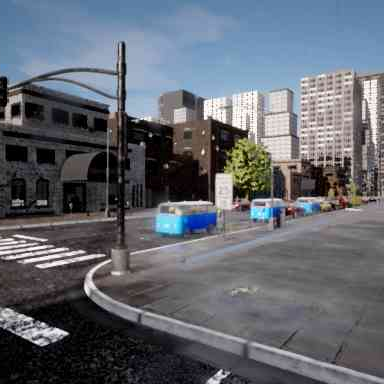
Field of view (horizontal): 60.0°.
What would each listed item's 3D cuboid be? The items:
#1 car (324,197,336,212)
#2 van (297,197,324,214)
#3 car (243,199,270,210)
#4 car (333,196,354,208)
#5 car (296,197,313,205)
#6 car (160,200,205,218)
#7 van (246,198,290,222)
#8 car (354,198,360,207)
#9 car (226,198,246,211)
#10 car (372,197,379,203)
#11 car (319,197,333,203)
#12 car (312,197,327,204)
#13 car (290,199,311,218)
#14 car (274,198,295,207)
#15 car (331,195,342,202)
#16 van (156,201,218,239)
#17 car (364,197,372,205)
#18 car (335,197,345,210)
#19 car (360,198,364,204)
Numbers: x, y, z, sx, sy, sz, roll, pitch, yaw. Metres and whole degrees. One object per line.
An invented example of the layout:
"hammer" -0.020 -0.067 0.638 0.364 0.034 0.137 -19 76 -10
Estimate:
"car" 15.755 1.670 40.433 1.752 1.417 4.829 0 0 35
"van" 12.494 1.468 35.768 1.690 1.788 3.998 0 0 35
"car" 8.800 1.626 45.112 1.887 1.381 4.507 0 0 35
"car" 21.988 1.496 49.345 2.192 1.841 5.009 0 0 35
"car" 21.457 1.703 63.211 1.887 1.381 4.507 0 0 35
"car" -0.790 1.556 31.396 1.752 1.417 4.829 0 0 35
"van" 6.165 1.435 26.718 1.690 1.788 3.998 0 0 35
"car" 25.152 1.515 53.870 2.192 1.841 5.009 0 0 35
"car" 5.637 1.504 40.587 1.967 1.590 4.097 0 0 35
"car" 44.137 1.898 81.020 1.947 1.339 4.313 0 0 35
"car" 30.950 1.790 76.786 1.947 1.339 4.313 0 0 35
"car" 27.688 1.726 72.122 1.752 1.417 4.829 0 0 35
"car" 9.328 1.654 31.243 1.887 1.381 4.507 0 0 35
"car" 15.129 1.663 54.161 1.887 1.381 4.507 0 0 35
"car" 37.279 1.710 85.836 1.967 1.590 4.097 0 0 35
"van" -0.163 1.405 17.668 1.690 1.788 3.998 0 0 35
"car" 34.643 1.809 67.444 1.887 1.381 4.507 0 0 35
"car" 18.821 1.728 44.818 1.947 1.339 4.313 0 0 35
"car" 28.413 1.747 58.534 1.752 1.417 4.829 0 0 35
